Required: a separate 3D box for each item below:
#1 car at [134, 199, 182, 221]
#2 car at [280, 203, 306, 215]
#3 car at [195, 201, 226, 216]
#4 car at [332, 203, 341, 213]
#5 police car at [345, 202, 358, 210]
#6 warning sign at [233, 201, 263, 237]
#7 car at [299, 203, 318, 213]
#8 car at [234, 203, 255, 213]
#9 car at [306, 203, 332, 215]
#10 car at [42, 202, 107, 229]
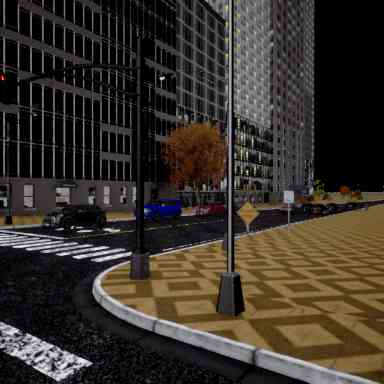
[{"bbox_3d":[-3.155,1.691,32.277,2.150,2.045,5.566,0,-1,33],"label":"car"},{"bbox_3d":[13.854,2.401,46.388,2.033,1.411,5.357,0,-1,33],"label":"car"},{"bbox_3d":[2.312,2.002,40.748,2.097,1.767,4.553,0,-1,33],"label":"car"},{"bbox_3d":[23.125,2.574,54.687,1.837,1.490,4.892,0,-1,33],"label":"car"},{"bbox_3d":[31.544,2.738,65.819,1.930,1.638,5.238,0,-1,33],"label":"police car"},{"bbox_3d":[3.127,1.454,18.553,1.300,1.860,1.060,1,1,33],"label":"warning sign"},{"bbox_3d":[19.171,2.533,54.726,1.837,1.490,4.892,0,-1,33],"label":"car"},{"bbox_3d":[7.589,2.370,48.861,2.033,1.411,5.357,0,-1,33],"label":"car"},{"bbox_3d":[17.724,2.398,46.298,1.837,1.490,4.892,0,-1,33],"label":"car"},{"bbox_3d":[-8.428,1.648,24.099,2.097,1.767,4.553,0,-1,33],"label":"car"}]
